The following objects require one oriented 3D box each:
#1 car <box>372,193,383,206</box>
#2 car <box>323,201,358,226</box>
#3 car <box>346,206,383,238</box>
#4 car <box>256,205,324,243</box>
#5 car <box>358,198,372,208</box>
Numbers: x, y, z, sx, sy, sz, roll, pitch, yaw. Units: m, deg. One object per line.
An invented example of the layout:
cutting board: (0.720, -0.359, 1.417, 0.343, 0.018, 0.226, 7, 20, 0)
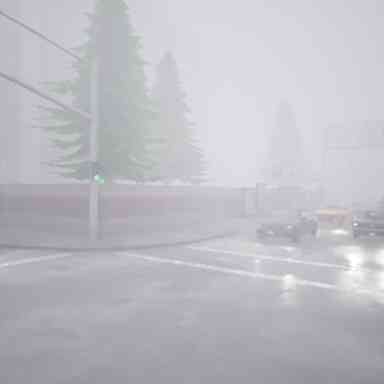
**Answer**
car: (15.429, 1.295, 25.174, 2.150, 2.045, 5.566, 1, 0, 36)
car: (10.249, 1.508, 24.002, 1.882, 1.535, 5.008, 1, 0, 36)
car: (9.635, 1.648, 17.201, 1.895, 1.301, 4.718, 1, 0, 36)
car: (4.834, 1.531, 16.512, 1.812, 1.442, 4.674, 1, 0, 36)
car: (16.024, 1.605, 31.951, 2.033, 1.411, 5.357, 1, 0, 36)
